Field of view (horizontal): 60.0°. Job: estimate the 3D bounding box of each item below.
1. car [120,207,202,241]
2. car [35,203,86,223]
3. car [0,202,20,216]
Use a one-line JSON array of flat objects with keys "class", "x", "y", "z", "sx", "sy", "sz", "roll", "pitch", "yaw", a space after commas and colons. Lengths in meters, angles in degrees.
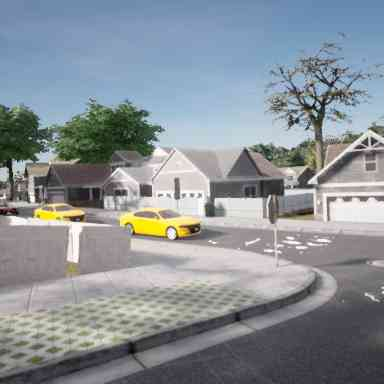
[{"class": "car", "x": -1.794, "y": 1.621, "z": 18.299, "sx": 5.008, "sy": 1.535, "sz": 1.882, "roll": 0, "pitch": 3, "yaw": 36}, {"class": "car", "x": -9.773, "y": 1.619, "z": 24.569, "sx": 5.008, "sy": 1.535, "sz": 1.882, "roll": 0, "pitch": 3, "yaw": 41}, {"class": "car", "x": -18.631, "y": 1.710, "z": 32.708, "sx": 4.718, "sy": 1.301, "sz": 1.895, "roll": 0, "pitch": 3, "yaw": 45}]
